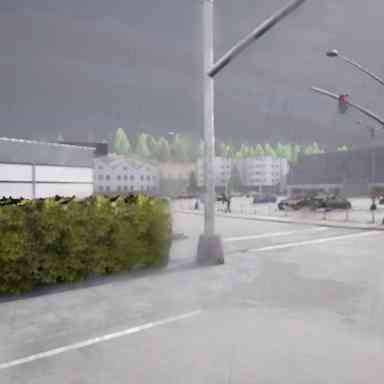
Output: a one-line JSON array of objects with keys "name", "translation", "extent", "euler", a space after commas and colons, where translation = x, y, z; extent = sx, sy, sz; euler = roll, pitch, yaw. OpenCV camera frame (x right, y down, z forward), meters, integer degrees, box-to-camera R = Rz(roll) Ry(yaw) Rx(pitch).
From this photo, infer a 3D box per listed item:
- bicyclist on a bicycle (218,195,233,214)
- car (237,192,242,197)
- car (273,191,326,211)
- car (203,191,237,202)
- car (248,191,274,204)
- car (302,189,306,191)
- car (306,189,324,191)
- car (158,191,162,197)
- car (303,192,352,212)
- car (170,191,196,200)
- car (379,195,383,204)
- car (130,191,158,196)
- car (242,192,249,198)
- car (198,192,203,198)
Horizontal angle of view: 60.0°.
[{"name": "bicyclist on a bicycle", "translation": [2.897, 1.072, 28.430], "extent": [1.656, 1.620, 0.582], "euler": [-1, 1, -35]}, {"name": "car", "translation": [10.147, 0.580, 78.305], "extent": [3.806, 1.475, 1.970], "euler": [-1, 0, -35]}, {"name": "car", "translation": [10.811, 0.993, 32.908], "extent": [5.027, 1.636, 2.152], "euler": [-1, 0, -35]}, {"name": "car", "translation": [4.610, 0.863, 55.224], "extent": [4.514, 1.523, 2.007], "euler": [-1, 0, -35]}, {"name": "car", "translation": [10.306, 0.887, 47.013], "extent": [3.633, 1.501, 1.845], "euler": [-1, 0, -35]}, {"name": "car", "translation": [21.426, 0.424, 62.749], "extent": [3.866, 1.878, 1.905], "euler": [-1, 0, -35]}, {"name": "car", "translation": [23.430, 0.439, 60.605], "extent": [4.605, 1.855, 1.932], "euler": [-1, 0, -35]}, {"name": "car", "translation": [-10.542, 0.622, 91.400], "extent": [4.553, 1.767, 2.097], "euler": [-1, 0, -35]}, {"name": "car", "translation": [12.653, 1.002, 30.368], "extent": [4.514, 1.523, 2.007], "euler": [-1, 0, -35]}, {"name": "car", "translation": [-1.951, 0.652, 65.836], "extent": [4.605, 1.855, 1.932], "euler": [-1, 0, -35]}, {"name": "car", "translation": [26.187, 0.820, 43.490], "extent": [3.806, 1.475, 1.970], "euler": [-1, 0, -35]}, {"name": "car", "translation": [-8.873, 1.018, 60.946], "extent": [3.806, 1.475, 1.970], "euler": [-1, 0, -35]}, {"name": "car", "translation": [14.091, 0.498, 73.232], "extent": [5.027, 1.636, 2.152], "euler": [-1, 0, -35]}, {"name": "car", "translation": [2.273, 0.730, 77.264], "extent": [4.514, 1.523, 2.007], "euler": [-1, 0, -35]}]
